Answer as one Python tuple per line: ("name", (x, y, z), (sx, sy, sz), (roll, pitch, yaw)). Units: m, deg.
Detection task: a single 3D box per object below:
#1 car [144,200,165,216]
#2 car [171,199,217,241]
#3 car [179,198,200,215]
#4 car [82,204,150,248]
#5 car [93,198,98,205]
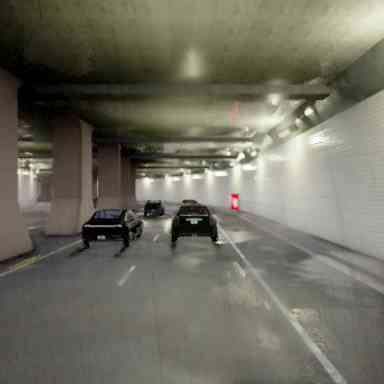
("car", (-3.722, 1.494, 33.121), (2.128, 1.511, 4.902), (0, 0, -4))
("car", (0.102, 1.353, 16.836), (2.097, 1.767, 4.553), (0, 0, 0))
("car", (-0.347, 1.480, 34.796), (1.882, 1.535, 5.008), (0, 0, -4))
("car", (-3.397, 1.493, 14.898), (2.128, 1.511, 4.902), (0, 0, 0))
("car", (-13.396, 1.529, 48.445), (1.812, 1.442, 4.674), (0, 0, -14))
